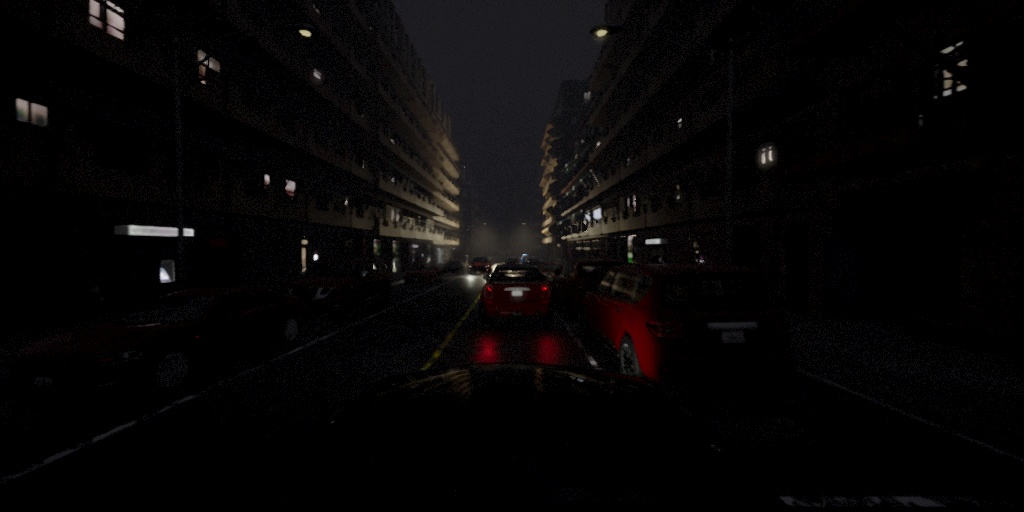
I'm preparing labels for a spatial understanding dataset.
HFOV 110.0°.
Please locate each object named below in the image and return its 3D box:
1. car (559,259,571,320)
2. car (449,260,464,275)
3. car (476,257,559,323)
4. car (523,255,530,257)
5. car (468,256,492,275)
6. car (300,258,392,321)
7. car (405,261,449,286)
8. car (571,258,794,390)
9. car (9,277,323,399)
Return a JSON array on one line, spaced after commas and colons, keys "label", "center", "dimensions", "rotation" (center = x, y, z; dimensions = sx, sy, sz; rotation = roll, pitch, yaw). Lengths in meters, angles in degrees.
[{"label": "car", "center": [2.656, 0.997, 12.335], "dimensions": [2.192, 1.841, 5.009], "rotation": [0, 0, 0]}, {"label": "car", "center": [-5.692, 1.095, 34.934], "dimensions": [1.948, 1.339, 4.313], "rotation": [0, 0, 0]}, {"label": "car", "center": [0.103, 1.036, 12.000], "dimensions": [2.097, 1.767, 4.553], "rotation": [0, 0, -1]}, {"label": "car", "center": [2.688, 0.961, 51.985], "dimensions": [2.007, 1.370, 4.403], "rotation": [0, 0, 0]}, {"label": "car", "center": [-3.058, 0.881, 34.913], "dimensions": [2.097, 1.767, 4.553], "rotation": [0, 1, 0]}, {"label": "car", "center": [-5.691, 0.997, 12.273], "dimensions": [2.192, 1.841, 5.009], "rotation": [0, 0, 0]}, {"label": "car", "center": [-5.692, 1.152, 23.603], "dimensions": [1.888, 1.381, 4.507], "rotation": [0, 0, 0]}, {"label": "car", "center": [2.657, 1.033, 6.669], "dimensions": [2.192, 1.841, 5.009], "rotation": [0, 0, 0]}, {"label": "car", "center": [-5.691, 1.264, 6.610], "dimensions": [1.888, 1.381, 4.507], "rotation": [0, 0, 0]}]
